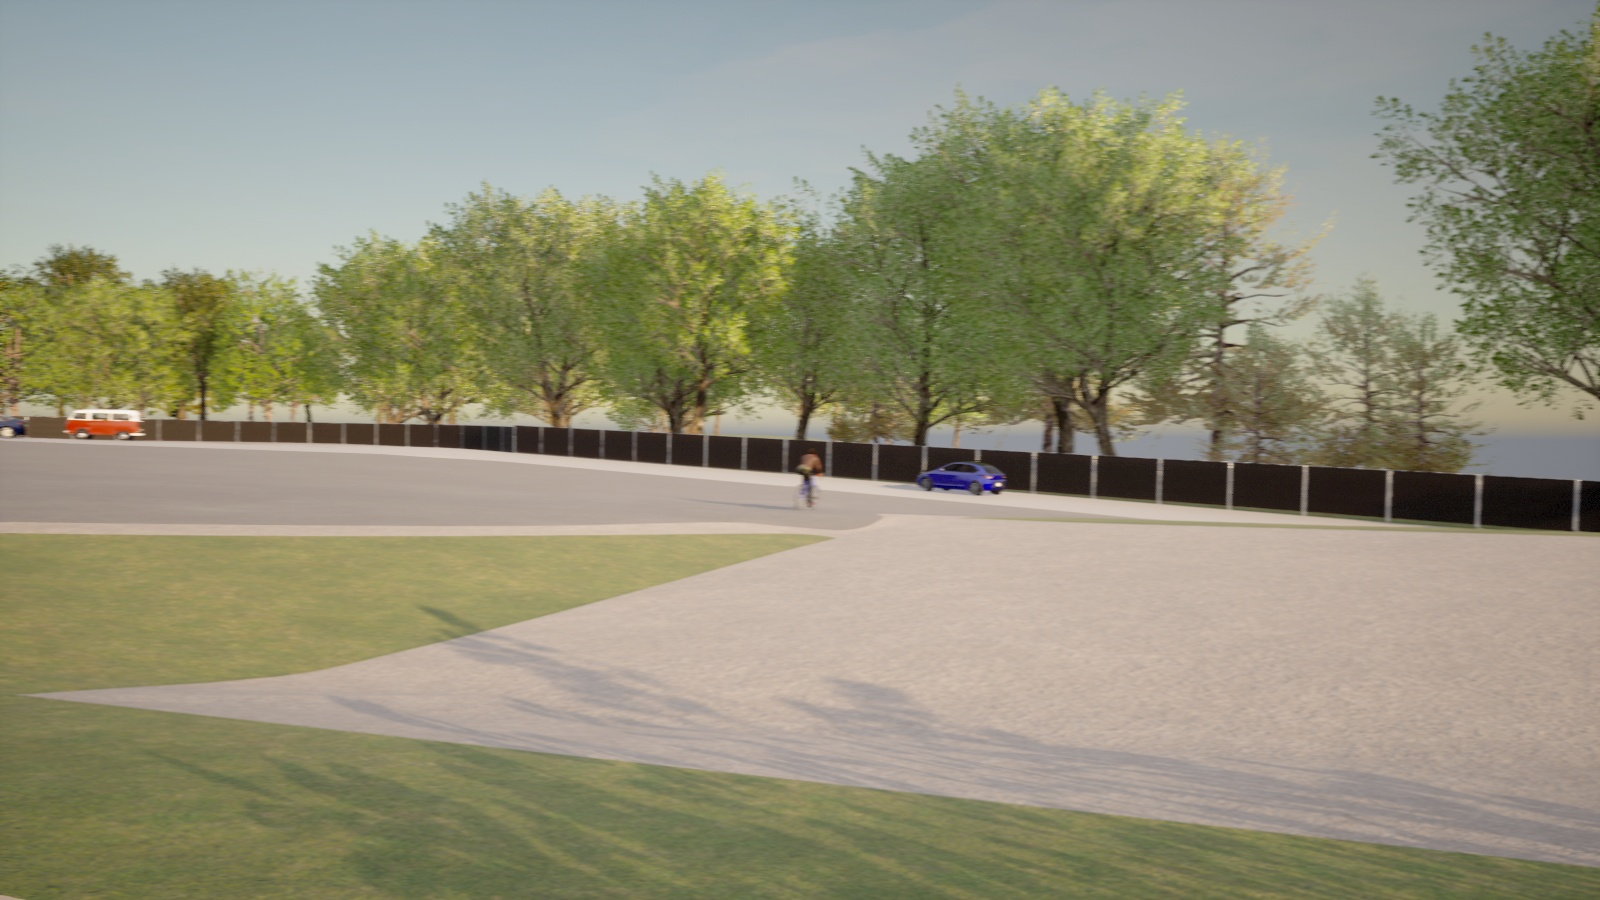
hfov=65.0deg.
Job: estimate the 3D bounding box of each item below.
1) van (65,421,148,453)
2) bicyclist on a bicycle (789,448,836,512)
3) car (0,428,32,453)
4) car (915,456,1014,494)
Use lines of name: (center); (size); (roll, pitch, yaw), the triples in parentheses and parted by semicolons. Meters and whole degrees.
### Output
van: (-46.021, -0.836, 83.448); (4.480, 2.038, 2.069); (1, 0, -17)
bicyclist on a bicycle: (0.346, 0.782, 32.735); (0.582, 1.620, 1.656); (0, -2, 24)
car: (-50.382, -0.593, 77.672); (4.792, 1.488, 2.163); (1, 0, -28)
car: (7.499, 1.114, 57.595); (4.193, 1.474, 1.816); (3, 3, 43)
